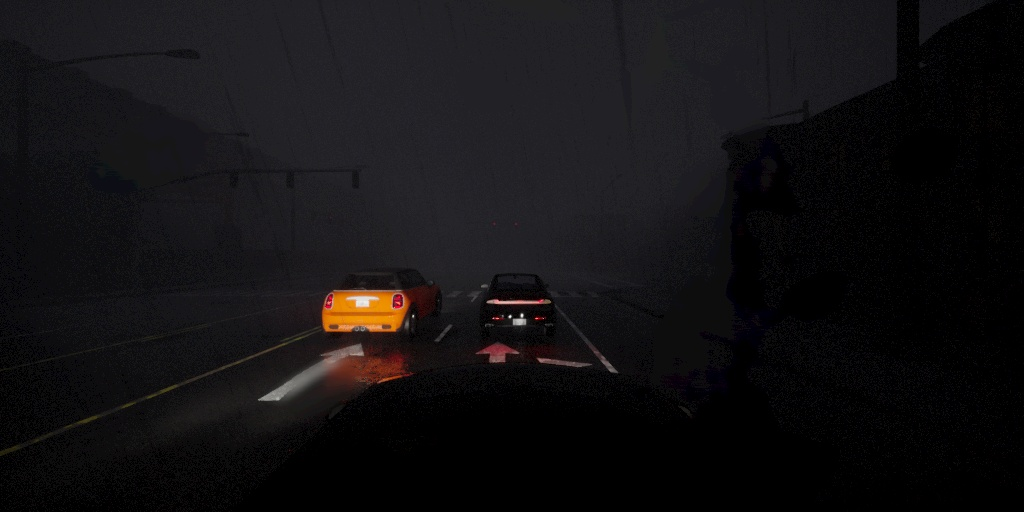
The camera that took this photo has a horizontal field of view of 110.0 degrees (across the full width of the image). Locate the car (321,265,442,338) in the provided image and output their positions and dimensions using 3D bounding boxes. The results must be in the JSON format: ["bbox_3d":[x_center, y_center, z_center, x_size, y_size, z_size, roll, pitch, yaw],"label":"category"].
[{"bbox_3d":[-3.405,1.102,10.286,2.097,1.767,4.553,0,0,0],"label":"car"}]

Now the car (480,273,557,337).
[{"bbox_3d":[0.104,1.241,10.332,2.128,1.511,4.902,0,0,-1],"label":"car"}]
